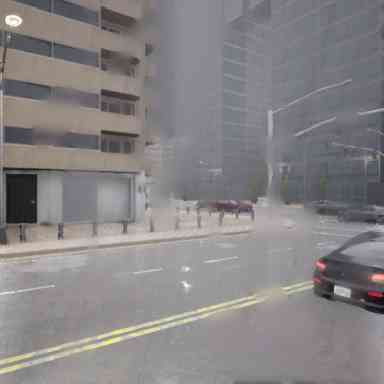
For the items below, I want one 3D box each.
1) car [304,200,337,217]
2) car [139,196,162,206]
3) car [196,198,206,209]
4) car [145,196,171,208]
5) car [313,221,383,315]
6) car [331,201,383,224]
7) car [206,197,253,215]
[{"bbox_3d":[12.040,1.444,28.518,2.128,1.511,4.902,0,0,-36],"label":"car"},{"bbox_3d":[-6.995,1.470,55.237,1.812,1.442,4.674,0,0,-35],"label":"car"},{"bbox_3d":[2.491,1.451,41.707,1.837,1.490,4.892,0,0,-35],"label":"car"},{"bbox_3d":[-4.726,1.471,45.885,1.812,1.442,4.674,0,1,-35],"label":"car"},{"bbox_3d":[4.440,1.526,6.982,4.674,1.442,1.812,0,0,-35],"label":"car"},{"bbox_3d":[12.115,1.539,22.526,1.994,1.385,4.181,0,0,-36],"label":"car"},{"bbox_3d":[3.992,1.422,33.592,1.882,1.535,5.008,0,0,-36],"label":"car"}]
